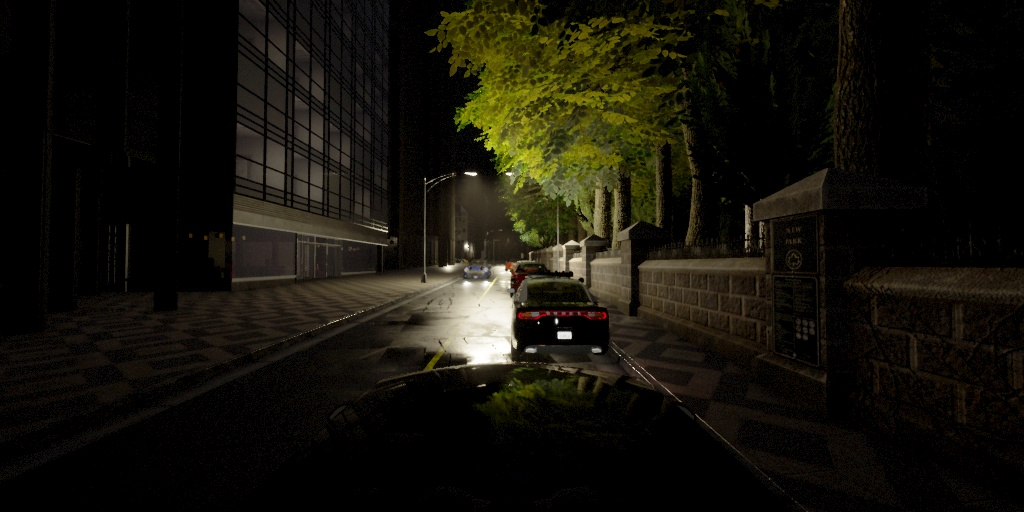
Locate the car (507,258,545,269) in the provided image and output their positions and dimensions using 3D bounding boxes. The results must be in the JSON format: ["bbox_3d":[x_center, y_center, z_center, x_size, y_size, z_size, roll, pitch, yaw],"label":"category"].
[{"bbox_3d":[0.958,1.106,18.680,2.097,1.767,4.553,0,0,0],"label":"car"}]

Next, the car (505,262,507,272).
[{"bbox_3d":[0.207,1.129,47.423,2.097,1.767,4.553,0,0,1],"label":"car"}]

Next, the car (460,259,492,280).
[{"bbox_3d":[-2.898,1.113,30.937,2.097,1.767,4.553,0,0,0],"label":"car"}]

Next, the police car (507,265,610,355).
[{"bbox_3d":[0.924,1.177,8.817,1.930,1.638,5.238,0,0,0],"label":"police car"}]
